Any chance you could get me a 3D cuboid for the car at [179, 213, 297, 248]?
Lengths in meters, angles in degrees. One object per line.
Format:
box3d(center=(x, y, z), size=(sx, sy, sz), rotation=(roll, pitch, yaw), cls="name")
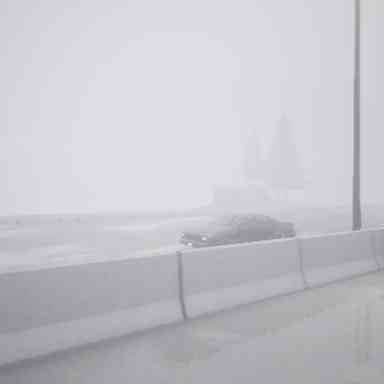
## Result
box3d(center=(2.114, 1.604, 14.036), size=(5.357, 1.411, 2.033), rotation=(0, 0, -35), cls="car")
